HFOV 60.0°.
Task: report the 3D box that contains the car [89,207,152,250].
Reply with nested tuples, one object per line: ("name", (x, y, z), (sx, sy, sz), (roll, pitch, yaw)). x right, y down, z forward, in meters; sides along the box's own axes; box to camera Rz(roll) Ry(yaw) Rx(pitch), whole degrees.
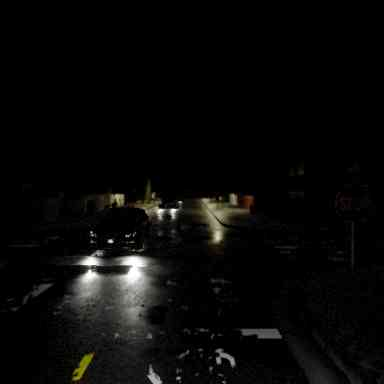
("car", (-2.777, 1.407, 13.743), (1.837, 1.490, 4.892), (0, 1, 0))

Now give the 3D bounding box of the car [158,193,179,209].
("car", (-2.833, 1.183, 38.753), (1.837, 1.490, 4.892), (0, 1, 0))

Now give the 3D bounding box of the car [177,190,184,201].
("car", (-2.889, 0.911, 63.128), (1.837, 1.490, 4.892), (0, 1, 0))
